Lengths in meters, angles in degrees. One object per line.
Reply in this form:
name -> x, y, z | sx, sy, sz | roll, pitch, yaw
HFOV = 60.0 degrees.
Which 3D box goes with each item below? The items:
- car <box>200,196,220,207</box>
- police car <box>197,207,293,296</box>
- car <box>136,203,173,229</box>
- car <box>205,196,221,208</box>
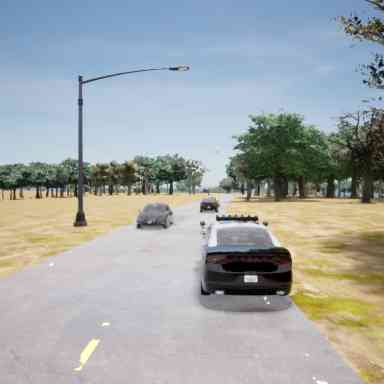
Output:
car -> 1.959, 1.393, 36.799 | 1.882, 1.535, 5.008 | 0, 0, 6
police car -> 1.168, 1.423, 8.812 | 1.930, 1.638, 5.238 | 0, 0, 1
car -> -2.294, 1.486, 21.430 | 1.837, 1.490, 4.892 | 0, 0, 3
car -> 2.983, 1.320, 47.174 | 1.882, 1.535, 5.008 | 0, 0, 8
